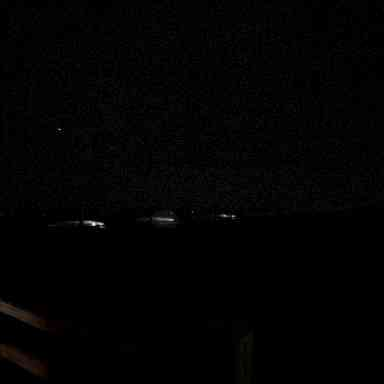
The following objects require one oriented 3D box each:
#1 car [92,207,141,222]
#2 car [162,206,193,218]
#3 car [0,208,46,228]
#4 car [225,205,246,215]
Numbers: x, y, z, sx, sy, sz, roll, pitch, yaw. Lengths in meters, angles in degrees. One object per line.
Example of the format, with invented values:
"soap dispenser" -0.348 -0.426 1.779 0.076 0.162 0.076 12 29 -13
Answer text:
"car" -7.589 2.256 34.266 2.033 1.411 5.357 3 0 36
"car" -1.774 2.515 42.347 1.837 1.490 4.892 3 1 36
"car" -13.600 1.951 25.873 1.994 1.385 4.181 3 0 36
"car" 7.236 3.004 54.746 1.837 1.490 4.892 3 0 36
